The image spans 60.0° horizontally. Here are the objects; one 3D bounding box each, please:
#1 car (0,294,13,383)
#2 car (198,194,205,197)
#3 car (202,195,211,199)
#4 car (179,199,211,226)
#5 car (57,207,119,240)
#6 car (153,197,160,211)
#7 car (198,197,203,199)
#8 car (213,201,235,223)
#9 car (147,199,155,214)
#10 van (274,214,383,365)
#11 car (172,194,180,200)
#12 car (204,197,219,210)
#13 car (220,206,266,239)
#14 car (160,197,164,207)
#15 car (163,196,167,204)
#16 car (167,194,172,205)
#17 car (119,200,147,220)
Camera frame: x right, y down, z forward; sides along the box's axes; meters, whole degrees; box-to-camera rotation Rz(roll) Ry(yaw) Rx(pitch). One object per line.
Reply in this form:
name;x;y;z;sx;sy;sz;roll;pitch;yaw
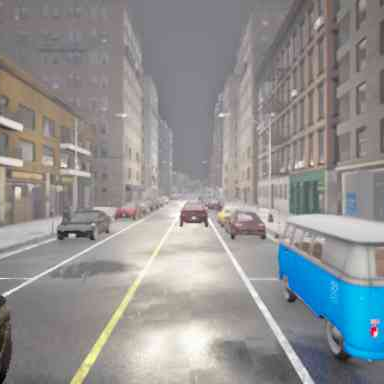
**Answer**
car;-2.841;1.481;1.478;1.882;1.535;5.008;0;0;0
car;2.709;1.438;62.524;2.192;1.841;5.009;0;0;0
car;2.690;1.531;45.477;1.967;1.590;4.097;0;0;0
car;0.128;1.526;23.718;1.882;1.535;5.008;0;0;0
car;-5.368;1.600;17.074;1.947;1.339;4.313;0;0;0
car;-5.342;1.624;39.803;1.887;1.381;4.507;0;0;0
car;0.149;1.687;43.138;1.895;1.301;4.718;0;0;0
car;2.664;1.572;22.917;1.752;1.417;4.829;0;0;0
car;-5.348;1.619;34.121;2.008;1.369;4.403;0;0;0
van;2.644;1.353;5.701;1.690;1.788;3.998;0;0;0
car;-5.309;1.496;95.092;2.192;1.841;5.009;0;0;0
car;2.683;1.625;39.794;1.887;1.381;4.507;0;0;0
car;2.657;1.617;17.065;1.802;1.307;4.206;0;0;0
car;-5.335;1.656;45.486;1.947;1.339;4.313;0;0;0
car;-5.329;1.541;51.168;1.967;1.590;4.097;0;0;0
car;-5.316;1.562;62.532;1.967;1.590;4.097;0;0;0
car;-5.355;1.602;28.439;1.887;1.381;4.507;0;0;0
